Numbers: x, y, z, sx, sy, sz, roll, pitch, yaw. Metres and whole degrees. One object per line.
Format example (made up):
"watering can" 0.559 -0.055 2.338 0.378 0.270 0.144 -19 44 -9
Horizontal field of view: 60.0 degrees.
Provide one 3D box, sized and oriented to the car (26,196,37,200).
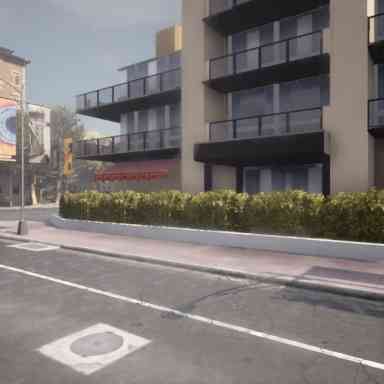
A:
"car" -36.640 1.481 72.057 4.892 1.521 2.231 0 0 35
